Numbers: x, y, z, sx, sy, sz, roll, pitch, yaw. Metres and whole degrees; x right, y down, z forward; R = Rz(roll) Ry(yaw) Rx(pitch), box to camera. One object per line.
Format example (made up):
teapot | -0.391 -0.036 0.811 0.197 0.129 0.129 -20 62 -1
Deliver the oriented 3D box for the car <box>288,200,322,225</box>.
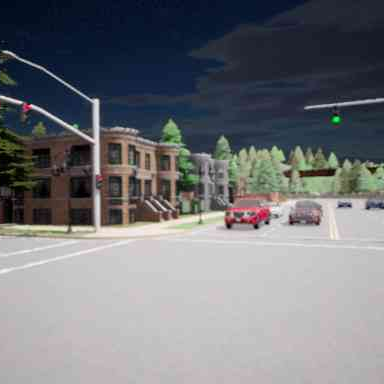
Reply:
car | 8.432 1.447 24.743 2.097 1.767 4.553 -1 -1 22

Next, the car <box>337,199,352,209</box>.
car | 21.995 1.704 48.017 1.895 1.301 4.718 -1 -1 22

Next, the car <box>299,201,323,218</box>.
car | 11.725 1.681 32.695 1.994 1.385 4.181 -1 -1 22

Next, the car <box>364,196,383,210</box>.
car | 23.802 1.389 43.454 2.097 1.767 4.553 -1 -1 22

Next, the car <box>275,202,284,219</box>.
car | 7.536 1.695 31.738 1.812 1.442 4.674 -1 -1 23

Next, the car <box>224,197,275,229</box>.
car | 3.974 1.366 23.041 2.150 2.045 5.566 -1 -1 24
